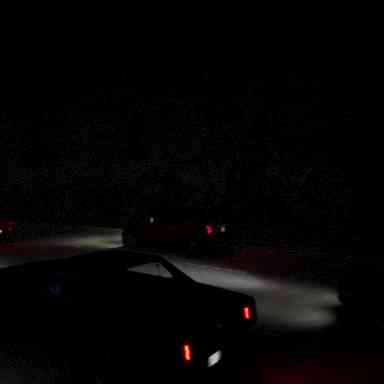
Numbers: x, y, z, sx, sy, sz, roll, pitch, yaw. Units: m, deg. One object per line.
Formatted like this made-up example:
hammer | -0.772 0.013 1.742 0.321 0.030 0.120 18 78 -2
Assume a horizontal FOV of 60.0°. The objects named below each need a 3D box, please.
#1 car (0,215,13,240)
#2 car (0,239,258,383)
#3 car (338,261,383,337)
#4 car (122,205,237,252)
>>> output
car | -10.156 1.524 15.536 4.674 1.442 1.812 0 0 36
car | -1.542 1.601 5.092 4.718 1.301 1.895 0 0 35
car | 4.782 1.602 4.883 4.718 1.301 1.895 0 0 35
car | -0.629 1.352 13.041 4.553 1.767 2.097 0 0 35
